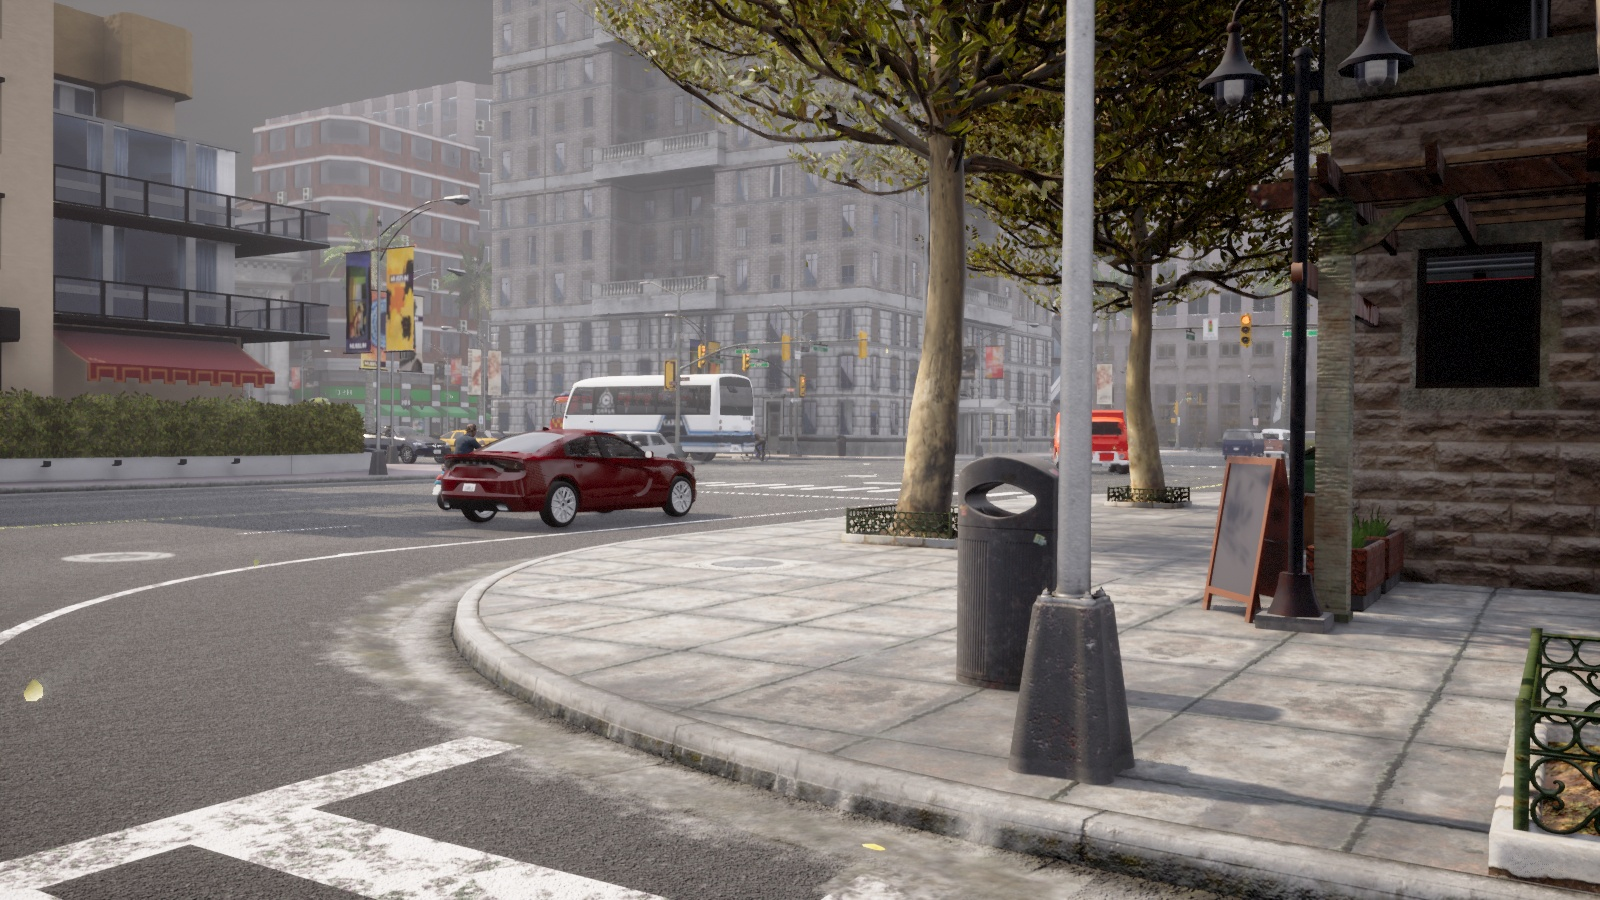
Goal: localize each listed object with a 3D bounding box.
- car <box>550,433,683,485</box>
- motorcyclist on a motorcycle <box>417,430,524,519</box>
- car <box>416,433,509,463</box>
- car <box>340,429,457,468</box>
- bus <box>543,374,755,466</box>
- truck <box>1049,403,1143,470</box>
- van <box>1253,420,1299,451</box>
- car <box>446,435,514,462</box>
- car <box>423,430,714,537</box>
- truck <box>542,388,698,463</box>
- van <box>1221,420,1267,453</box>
[{"bbox_3d":[-5.478,0.229,37.851,1.970,1.475,3.806,0,1,32],"label":"car"},{"bbox_3d":[-6.130,0.420,23.472,0.866,1.590,1.817,0,1,32],"label":"motorcyclist on a motorcycle"},{"bbox_3d":[-18.733,-0.110,69.562,5.366,1.575,1.801,0,1,32],"label":"car"},{"bbox_3d":[-17.737,-0.086,55.376,5.027,1.651,2.152,0,1,32],"label":"car"},{"bbox_3d":[-7.622,-1.431,62.590,10.273,4.253,3.944,0,1,32],"label":"bus"},{"bbox_3d":[11.551,-0.535,49.382,2.627,2.467,5.204,-1,1,2],"label":"truck"},{"bbox_3d":[32.653,-1.017,86.102,2.069,2.038,4.480,0,1,32],"label":"van"},{"bbox_3d":[-18.821,-0.092,73.746,3.633,1.501,1.845,0,1,32],"label":"car"},{"bbox_3d":[-3.656,0.457,20.880,1.882,1.535,5.008,0,1,31],"label":"car"},{"bbox_3d":[-9.826,-1.275,68.100,8.468,3.827,2.891,0,1,32],"label":"truck"},{"bbox_3d":[27.649,-0.837,78.162,1.775,1.987,4.442,0,1,32],"label":"van"}]
